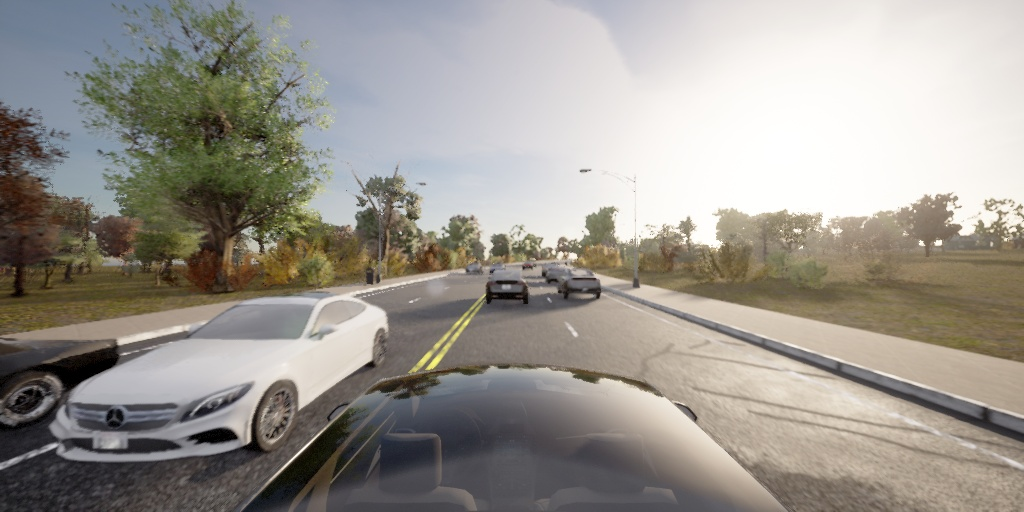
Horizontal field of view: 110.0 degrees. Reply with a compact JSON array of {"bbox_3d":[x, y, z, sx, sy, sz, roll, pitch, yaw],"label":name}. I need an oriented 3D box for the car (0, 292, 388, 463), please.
[{"bbox_3d":[-3.329,1.308,5.327,1.812,1.442,4.674,0,-1,1],"label":"car"}]

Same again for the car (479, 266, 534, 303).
[{"bbox_3d":[-0.157,1.404,17.763,2.163,1.488,4.792,0,0,2],"label":"car"}]

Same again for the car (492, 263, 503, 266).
[{"bbox_3d":[-1.848,1.679,46.830,2.033,1.411,5.357,0,0,4],"label":"car"}]

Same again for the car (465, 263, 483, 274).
[{"bbox_3d":[-5.011,1.634,47.896,2.128,1.511,4.902,0,-1,4],"label":"car"}]

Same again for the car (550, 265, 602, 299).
[{"bbox_3d":[3.483,1.407,19.264,2.128,1.511,4.902,0,0,1],"label":"car"}]

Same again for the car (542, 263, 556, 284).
[{"bbox_3d":[3.852,1.570,30.182,1.994,1.385,4.181,0,0,2],"label":"car"}]

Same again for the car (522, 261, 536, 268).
[{"bbox_3d":[2.819,1.750,63.387,1.837,1.490,4.892,0,0,6],"label":"car"}]
